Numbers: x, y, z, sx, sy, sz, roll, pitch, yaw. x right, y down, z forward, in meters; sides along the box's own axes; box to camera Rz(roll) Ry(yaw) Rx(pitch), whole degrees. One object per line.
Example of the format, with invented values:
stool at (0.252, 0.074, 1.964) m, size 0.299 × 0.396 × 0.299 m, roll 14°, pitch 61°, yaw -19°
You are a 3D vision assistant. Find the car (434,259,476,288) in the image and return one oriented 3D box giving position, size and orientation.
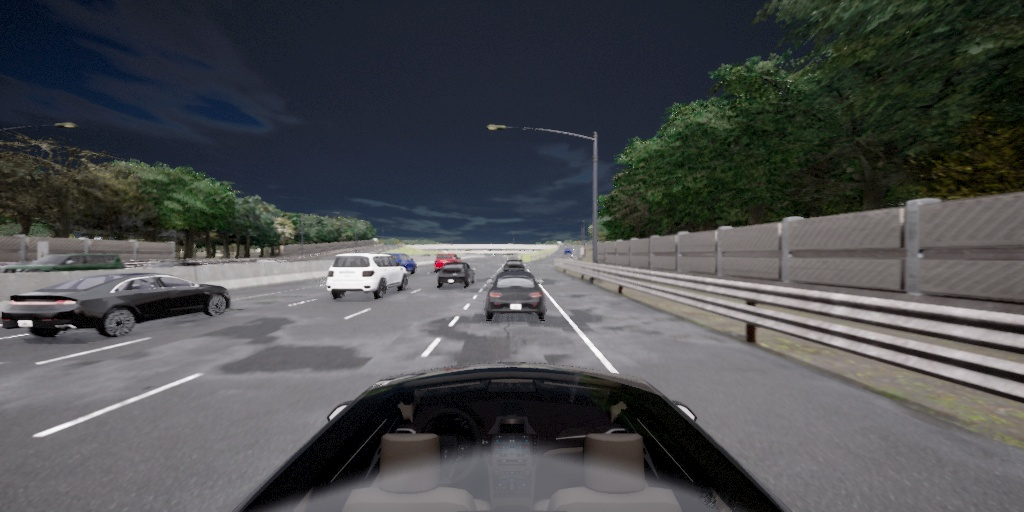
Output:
car at (-3.461, 1.138, 22.827) m, size 1.837 × 1.490 × 4.892 m, roll 0°, pitch 0°, yaw 0°

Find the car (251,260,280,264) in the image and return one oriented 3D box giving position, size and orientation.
car at (-20.988, 1.101, 30.298) m, size 1.812 × 1.442 × 4.674 m, roll 0°, pitch 0°, yaw 1°

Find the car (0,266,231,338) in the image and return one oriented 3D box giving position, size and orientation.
car at (-10.394, 1.216, 10.086) m, size 2.128 × 1.511 × 4.902 m, roll 0°, pitch 0°, yaw 0°

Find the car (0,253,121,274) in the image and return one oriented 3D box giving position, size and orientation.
car at (-28.055, 0.855, 22.694) m, size 2.150 × 2.045 × 5.566 m, roll 0°, pitch 0°, yaw 0°

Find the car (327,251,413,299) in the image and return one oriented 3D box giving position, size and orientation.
car at (-6.879, 0.893, 17.653) m, size 2.150 × 2.045 × 5.566 m, roll 0°, pitch 0°, yaw 0°

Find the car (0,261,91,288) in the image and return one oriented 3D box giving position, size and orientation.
car at (-31.548, 1.119, 23.501) m, size 2.128 × 1.511 × 4.902 m, roll 0°, pitch 0°, yaw 0°

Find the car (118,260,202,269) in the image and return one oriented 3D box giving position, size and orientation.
car at (-24.532, 1.116, 25.778) m, size 1.837 × 1.490 × 4.892 m, roll 0°, pitch 0°, yaw 0°

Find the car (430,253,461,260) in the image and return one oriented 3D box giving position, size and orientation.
car at (-6.775, 0.739, 38.216) m, size 2.150 × 2.045 × 5.566 m, roll 0°, pitch 0°, yaw 0°

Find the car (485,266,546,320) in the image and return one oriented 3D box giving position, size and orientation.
car at (0.109, 1.237, 12.339) m, size 1.812 × 1.442 × 4.674 m, roll 0°, pitch 0°, yaw 0°

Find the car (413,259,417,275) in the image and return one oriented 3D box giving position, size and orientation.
car at (-10.313, 0.783, 32.334) m, size 2.150 × 2.045 × 5.566 m, roll 0°, pitch 0°, yaw 0°

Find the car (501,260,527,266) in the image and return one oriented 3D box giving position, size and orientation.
car at (0.176, 1.080, 30.521) m, size 1.837 × 1.490 × 4.892 m, roll 0°, pitch 0°, yaw 0°
